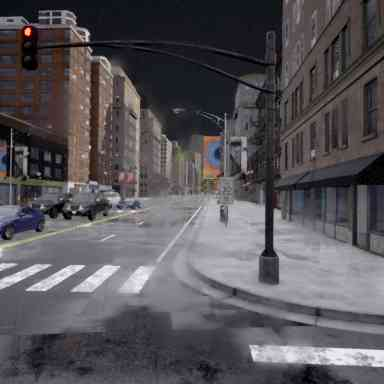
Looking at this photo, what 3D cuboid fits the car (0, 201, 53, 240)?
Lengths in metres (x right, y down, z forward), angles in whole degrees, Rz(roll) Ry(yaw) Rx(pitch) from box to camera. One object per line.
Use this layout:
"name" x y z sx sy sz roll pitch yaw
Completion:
"car" -8.964 1.413 16.460 1.812 1.442 4.674 1 0 2

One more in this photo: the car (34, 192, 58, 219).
"car" -11.513 1.057 27.593 2.150 2.045 5.566 1 0 4

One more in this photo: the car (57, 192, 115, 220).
"car" -8.320 1.088 26.728 2.150 2.045 5.566 1 0 4

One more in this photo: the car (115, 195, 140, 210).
"car" -7.468 1.380 39.912 1.812 1.442 4.674 1 0 4

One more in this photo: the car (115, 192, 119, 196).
"car" -10.608 1.042 41.641 2.150 2.045 5.566 1 0 4
